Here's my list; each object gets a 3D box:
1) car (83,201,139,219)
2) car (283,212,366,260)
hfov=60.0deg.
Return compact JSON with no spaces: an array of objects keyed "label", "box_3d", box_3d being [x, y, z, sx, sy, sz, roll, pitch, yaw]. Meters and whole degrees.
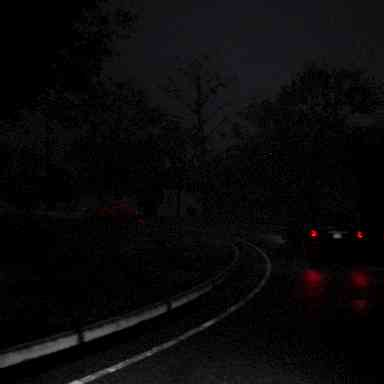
[{"label":"car","box_3d":[-7.134,1.536,29.362,5.008,1.535,1.882,1,-1,16]},{"label":"car","box_3d":[5.224,1.576,13.703,2.097,1.767,4.553,1,0,4]}]
